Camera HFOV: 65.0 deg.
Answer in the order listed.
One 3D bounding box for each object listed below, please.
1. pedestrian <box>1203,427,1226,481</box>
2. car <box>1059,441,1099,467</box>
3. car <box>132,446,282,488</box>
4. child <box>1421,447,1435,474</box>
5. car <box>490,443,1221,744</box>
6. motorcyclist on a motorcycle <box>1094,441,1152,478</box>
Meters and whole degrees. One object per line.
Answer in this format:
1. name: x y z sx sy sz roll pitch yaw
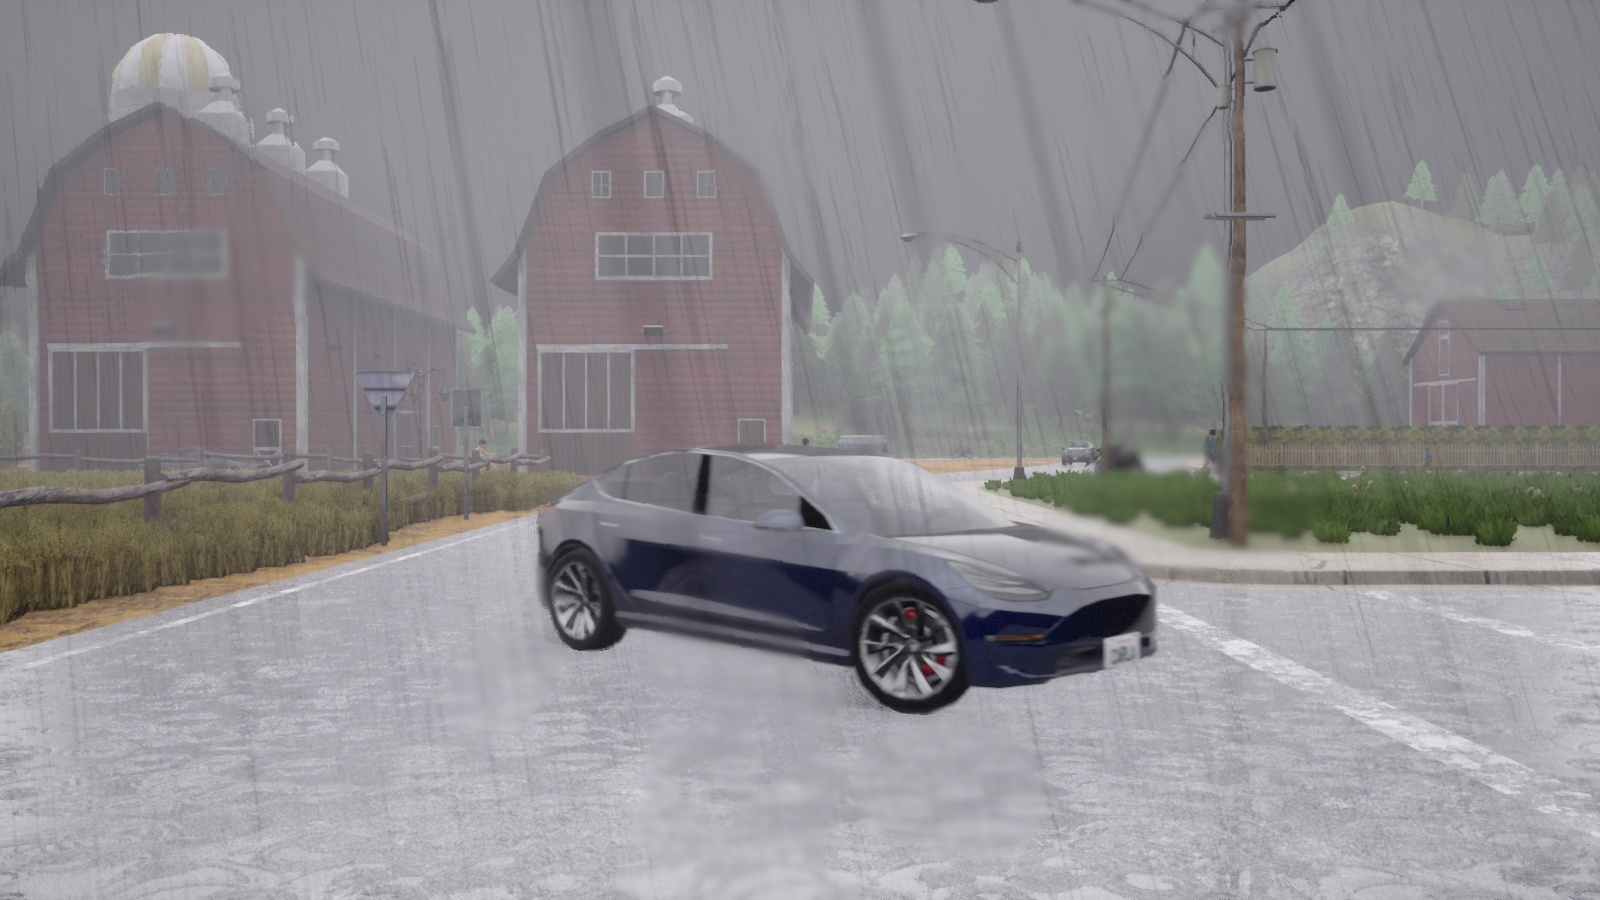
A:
1. pedestrian: 14.673 0.142 44.460 0.692 1.930 0.396 0 0 9
2. car: 16.450 0.206 73.983 1.845 1.501 3.633 0 1 20
3. car: -20.160 0.552 42.853 4.181 1.385 1.994 0 0 -3
4. child: 28.836 0.480 57.643 0.448 1.192 0.343 0 0 -4
5. car: 0.129 0.698 8.652 4.792 1.488 2.163 0 1 44
6. motorcyclist on a motorcycle: 13.598 0.413 52.935 2.191 1.530 0.866 0 -1 37
